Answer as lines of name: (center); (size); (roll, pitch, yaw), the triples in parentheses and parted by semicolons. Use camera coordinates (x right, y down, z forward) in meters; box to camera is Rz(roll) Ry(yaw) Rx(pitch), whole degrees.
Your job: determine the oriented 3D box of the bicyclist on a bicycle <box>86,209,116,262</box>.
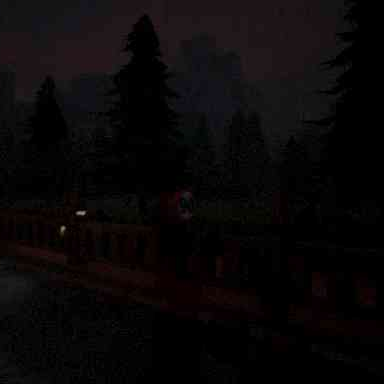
bicyclist on a bicycle: (-2.839, 1.361, 10.622); (0.582, 1.620, 1.656); (0, 0, 38)
